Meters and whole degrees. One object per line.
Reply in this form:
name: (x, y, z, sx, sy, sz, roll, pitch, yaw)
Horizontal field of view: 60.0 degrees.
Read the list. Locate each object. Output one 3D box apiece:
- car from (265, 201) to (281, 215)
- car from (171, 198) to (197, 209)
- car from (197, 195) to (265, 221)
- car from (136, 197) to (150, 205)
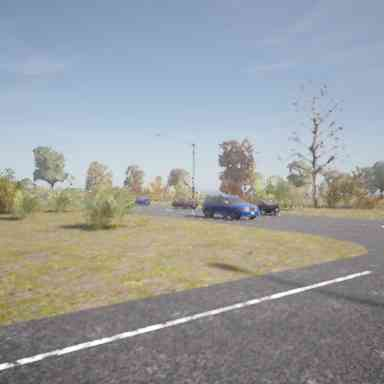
car: (7.040, 1.604, 35.313, 1.882, 1.535, 5.008, 1, 0, -37)
car: (-1.078, 1.582, 46.009, 1.812, 1.442, 4.674, 1, 0, -37)
car: (3.197, 1.312, 28.801, 2.150, 2.045, 5.566, 1, 0, -37)
car: (-8.766, 1.513, 56.138, 1.812, 1.442, 4.674, 1, 0, -37)
